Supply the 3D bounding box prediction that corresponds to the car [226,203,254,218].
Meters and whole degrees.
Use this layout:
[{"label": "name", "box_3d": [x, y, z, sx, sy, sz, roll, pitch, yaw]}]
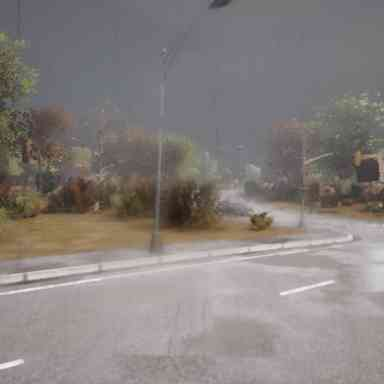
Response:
[{"label": "car", "box_3d": [5.438, 2.093, 37.619, 1.837, 1.490, 4.892, 3, 2, -21]}]
